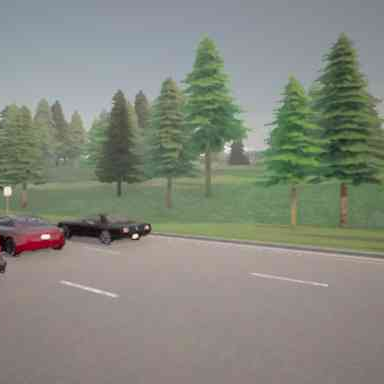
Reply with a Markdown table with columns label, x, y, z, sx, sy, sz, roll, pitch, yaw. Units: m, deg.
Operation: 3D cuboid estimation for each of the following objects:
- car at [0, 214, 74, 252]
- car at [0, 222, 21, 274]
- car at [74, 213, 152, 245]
| label | x | y | z | sx | sy | sz | roll | pitch | yaw |
| --- | --- | --- | --- | --- | --- | --- | --- | --- | --- |
| car | -6.868 | 1.573 | 13.120 | 4.181 | 1.385 | 1.994 | 0 | 0 | 36 |
| car | -7.008 | 1.554 | 8.890 | 5.357 | 1.411 | 2.033 | 0 | 0 | 36 |
| car | -4.213 | 1.608 | 15.514 | 4.718 | 1.301 | 1.895 | 0 | 0 | 36 |
